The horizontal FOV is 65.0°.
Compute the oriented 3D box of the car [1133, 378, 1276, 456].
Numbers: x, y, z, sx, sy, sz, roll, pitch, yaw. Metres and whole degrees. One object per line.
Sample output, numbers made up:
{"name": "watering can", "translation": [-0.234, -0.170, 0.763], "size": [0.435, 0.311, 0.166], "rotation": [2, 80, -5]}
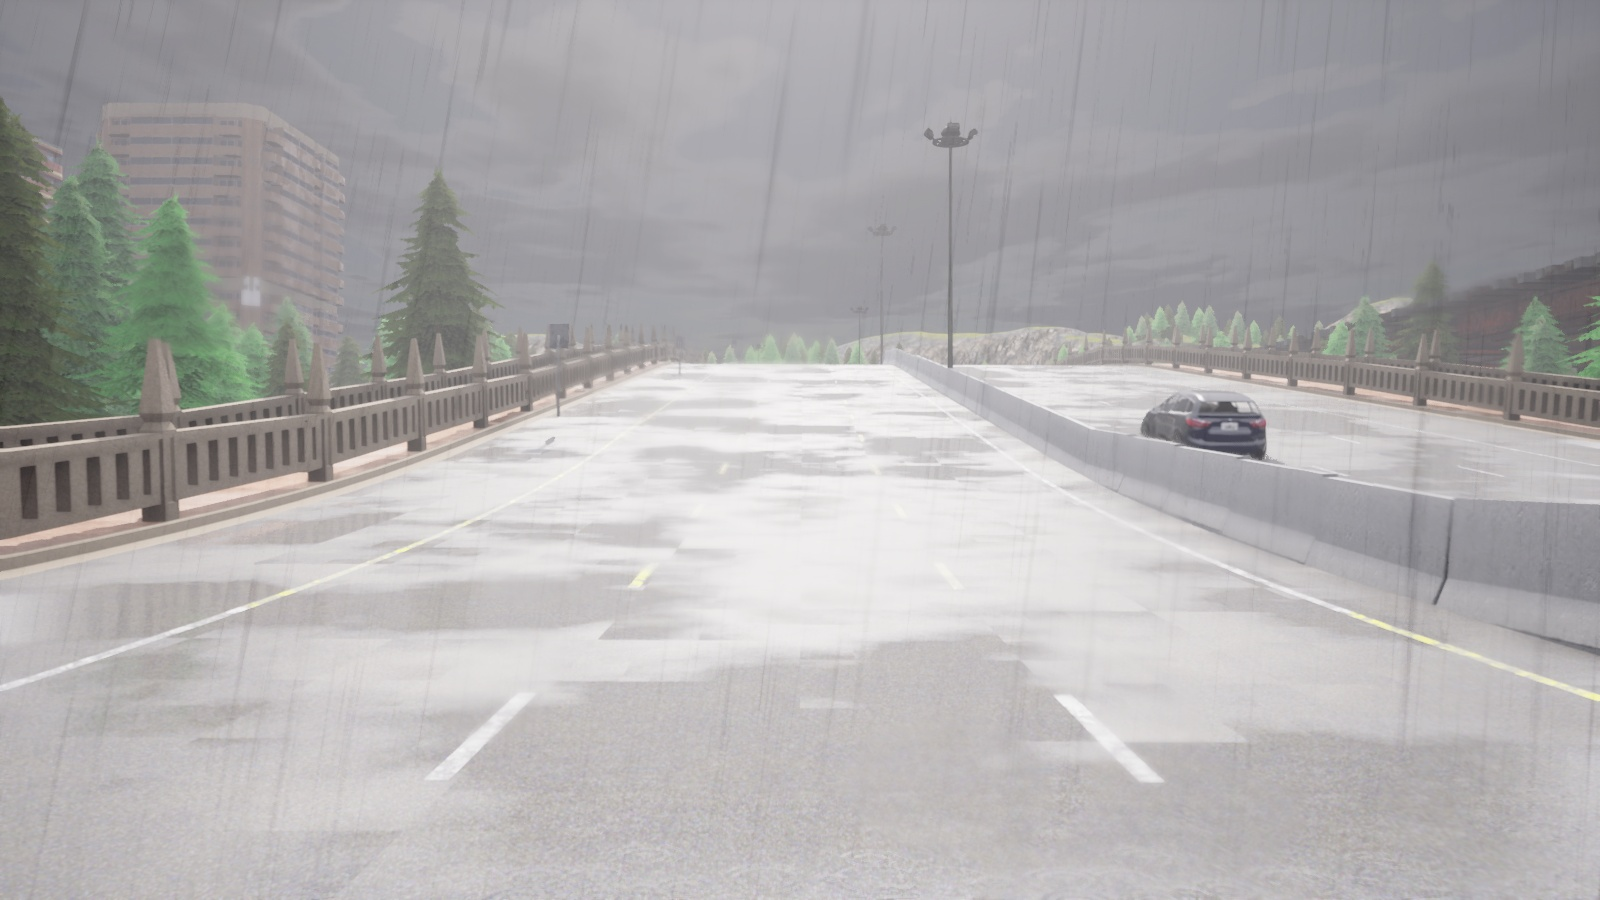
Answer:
{"name": "car", "translation": [10.519, -0.937, 33.100], "size": [2.242, 1.667, 4.611], "rotation": [0, 6, 0]}
